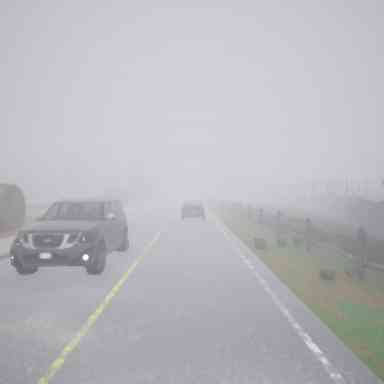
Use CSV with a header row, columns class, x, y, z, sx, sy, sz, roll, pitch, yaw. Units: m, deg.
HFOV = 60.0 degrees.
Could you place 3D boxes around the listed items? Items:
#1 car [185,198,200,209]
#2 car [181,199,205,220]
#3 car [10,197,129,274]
class,x,y,z,sx,sy,sz,roll,pitch,yaw
car,0.091,1.520,44.434,1.895,1.301,4.718,0,0,0
car,0.092,1.427,27.711,1.882,1.535,5.008,0,0,0
car,-3.524,1.205,10.807,2.150,2.045,5.566,0,0,0
